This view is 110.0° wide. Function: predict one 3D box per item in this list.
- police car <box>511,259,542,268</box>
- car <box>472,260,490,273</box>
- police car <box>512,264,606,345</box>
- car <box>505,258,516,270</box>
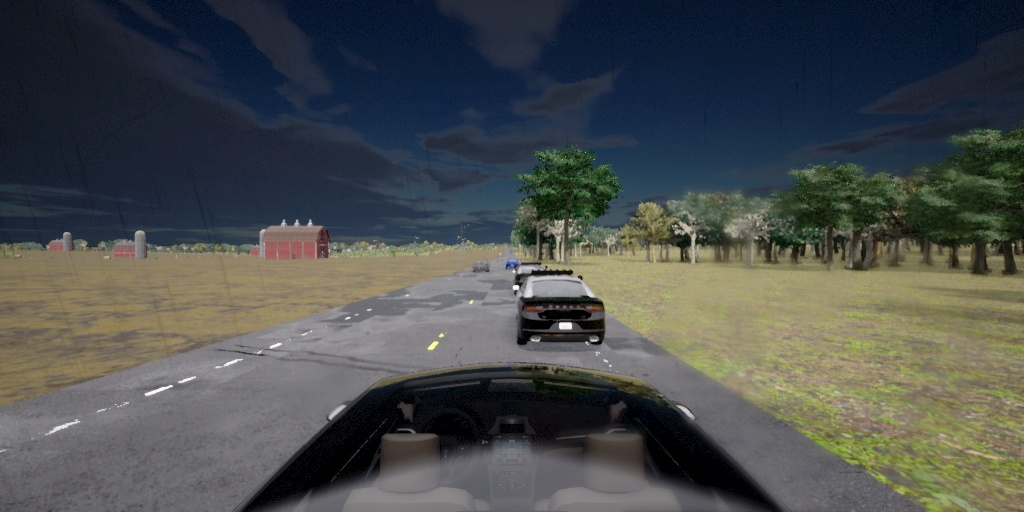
[{"bbox_3d":[1.053,1.158,19.613,1.930,1.638,5.238,0,0,0],"label":"police car"},{"bbox_3d":[-3.592,1.190,42.257,1.837,1.490,4.892,0,0,0],"label":"car"},{"bbox_3d":[1.052,1.169,9.611,1.930,1.638,5.238,0,0,0],"label":"police car"},{"bbox_3d":[0.071,1.131,51.655,1.882,1.535,5.008,0,0,0],"label":"car"}]
